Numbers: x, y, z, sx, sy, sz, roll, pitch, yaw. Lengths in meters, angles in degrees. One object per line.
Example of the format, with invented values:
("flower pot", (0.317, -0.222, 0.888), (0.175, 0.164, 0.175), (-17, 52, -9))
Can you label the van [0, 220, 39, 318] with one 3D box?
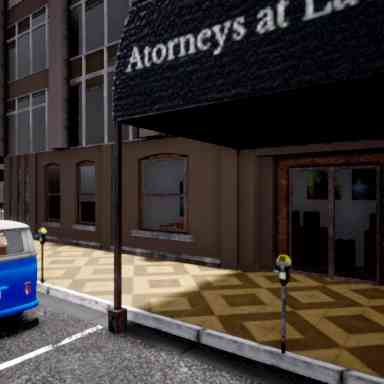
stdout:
("van", (-4.509, 1.341, 6.080), (3.998, 1.788, 1.690), (0, 0, 35))
